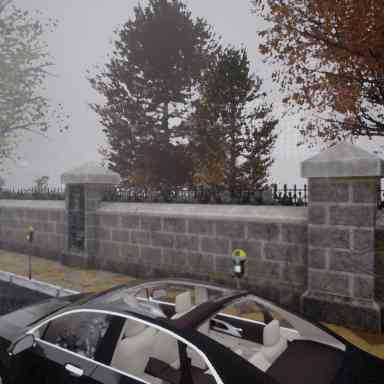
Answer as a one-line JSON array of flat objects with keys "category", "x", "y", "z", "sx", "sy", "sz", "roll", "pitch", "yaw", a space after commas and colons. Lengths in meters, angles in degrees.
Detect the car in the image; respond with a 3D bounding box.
[{"category": "car", "x": -0.421, "y": 1.551, "z": 3.177, "sx": 4.403, "sy": 1.369, "sz": 2.008, "roll": 0, "pitch": 0, "yaw": 35}]
